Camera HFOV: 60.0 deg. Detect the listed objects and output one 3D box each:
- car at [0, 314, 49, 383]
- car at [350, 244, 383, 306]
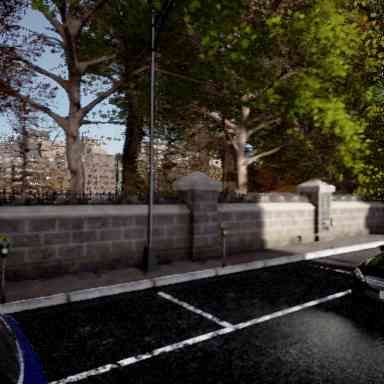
[{"bbox_3d":[-2.905,1.350,1.268,4.553,1.767,2.097,0,-1,-36],"label":"car"},{"bbox_3d":[5.363,1.608,7.267,4.674,1.442,1.812,1,-1,-36],"label":"car"}]
